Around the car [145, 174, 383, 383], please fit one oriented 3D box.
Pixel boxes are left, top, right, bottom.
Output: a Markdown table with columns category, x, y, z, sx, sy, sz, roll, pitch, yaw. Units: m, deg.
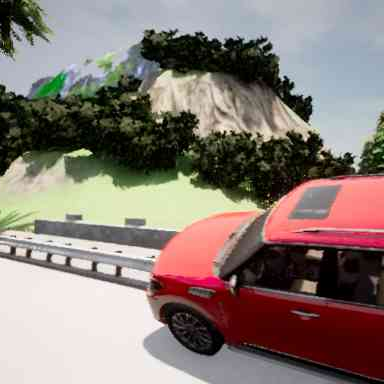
| category | x | y | z | sx | sy | sz | roll | pitch | yaw |
| --- | --- | --- | --- | --- | --- | --- | --- | --- | --- |
| car | 1.827 | 0.983 | 4.154 | 5.566 | 2.045 | 2.150 | 0 | 25 | 35 |
